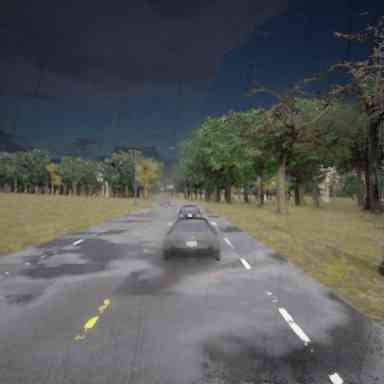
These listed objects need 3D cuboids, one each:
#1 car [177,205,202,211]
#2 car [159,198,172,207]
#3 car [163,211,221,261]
[{"bbox_3d":[-0.168,1.708,25.413,2.033,1.411,5.357,0,0,-1],"label":"car"},{"bbox_3d":[-4.667,1.905,58.200,1.837,1.490,4.892,0,0,-2],"label":"car"},{"bbox_3d":[0.000,1.641,12.653,1.994,1.385,4.181,0,0,0],"label":"car"}]
